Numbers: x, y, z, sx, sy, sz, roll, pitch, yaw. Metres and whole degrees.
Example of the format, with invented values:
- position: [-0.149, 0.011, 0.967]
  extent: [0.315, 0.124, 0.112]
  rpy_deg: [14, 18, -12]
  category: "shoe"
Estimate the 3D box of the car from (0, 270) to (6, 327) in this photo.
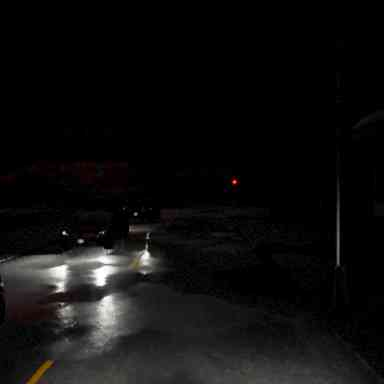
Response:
- position: [-4.061, 1.328, 3.407]
  extent: [2.097, 1.767, 4.553]
  rpy_deg: [0, 0, 1]
  category: "car"

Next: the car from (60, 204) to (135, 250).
- position: [-3.852, 1.431, 13.967]
  extent: [1.812, 1.442, 4.674]
  rpy_deg: [0, 0, 1]
  category: "car"

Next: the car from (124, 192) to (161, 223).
- position: [-3.585, 1.058, 24.326]
  extent: [2.150, 2.045, 5.566]
  rpy_deg: [0, 0, 1]
  category: "car"
